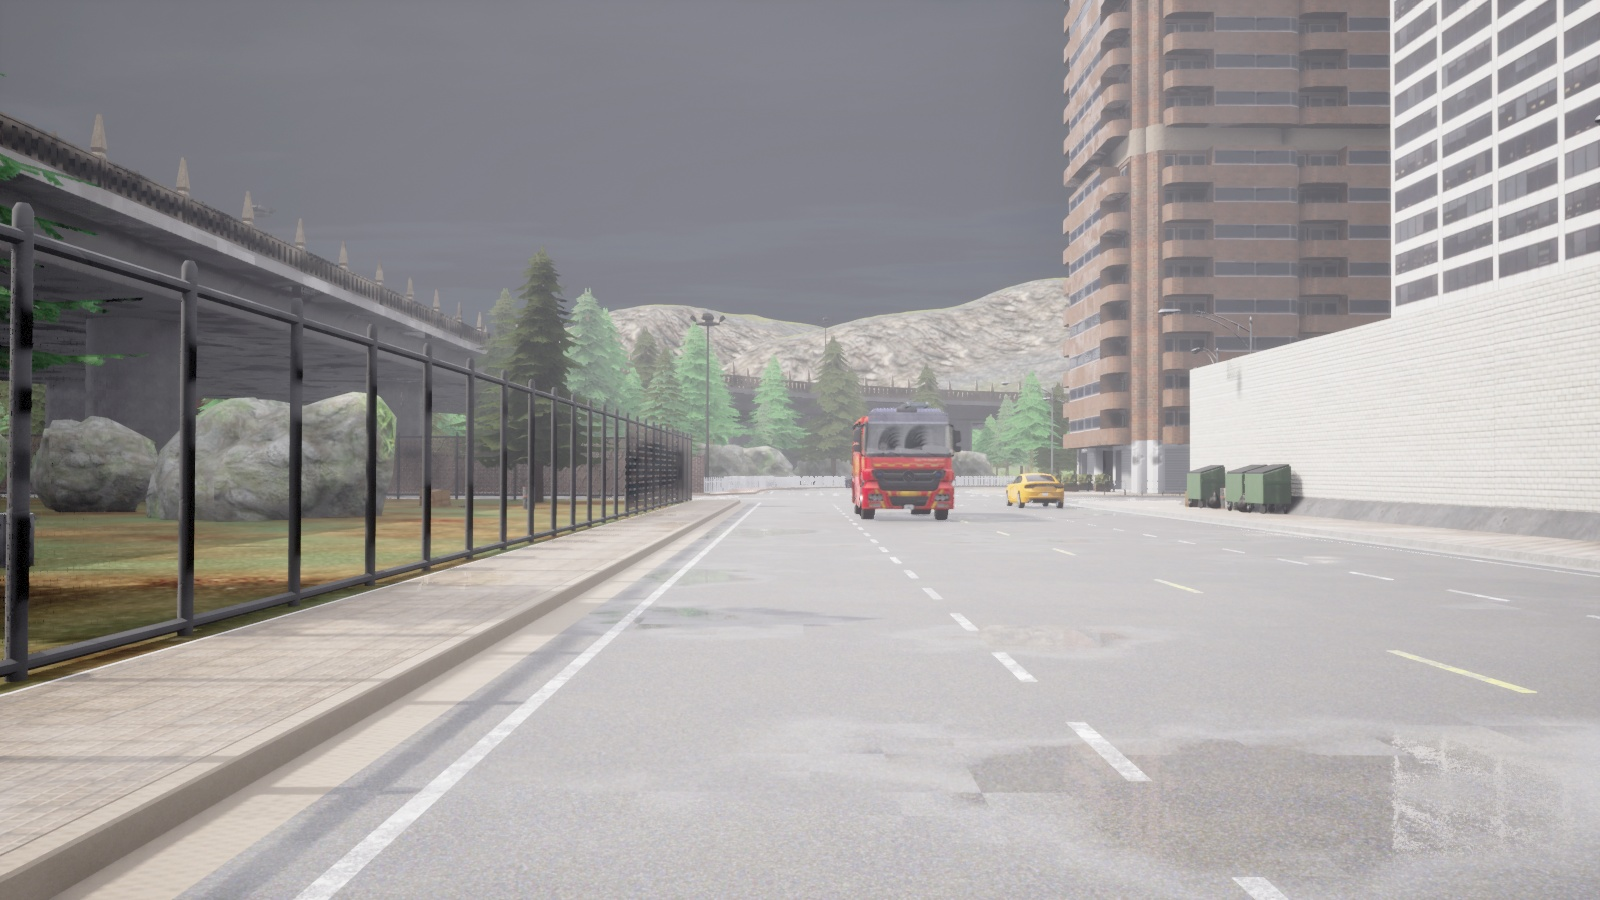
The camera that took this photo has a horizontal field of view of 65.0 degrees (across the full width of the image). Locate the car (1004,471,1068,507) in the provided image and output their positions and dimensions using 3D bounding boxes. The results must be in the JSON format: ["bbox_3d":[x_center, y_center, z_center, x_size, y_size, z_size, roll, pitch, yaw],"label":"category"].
[{"bbox_3d":[10.344,1.679,55.419,1.882,1.535,5.008,0,-1,0],"label":"car"}]

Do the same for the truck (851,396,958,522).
[{"bbox_3d":[3.364,0.350,42.617,2.891,3.827,8.468,0,-1,0],"label":"truck"}]
